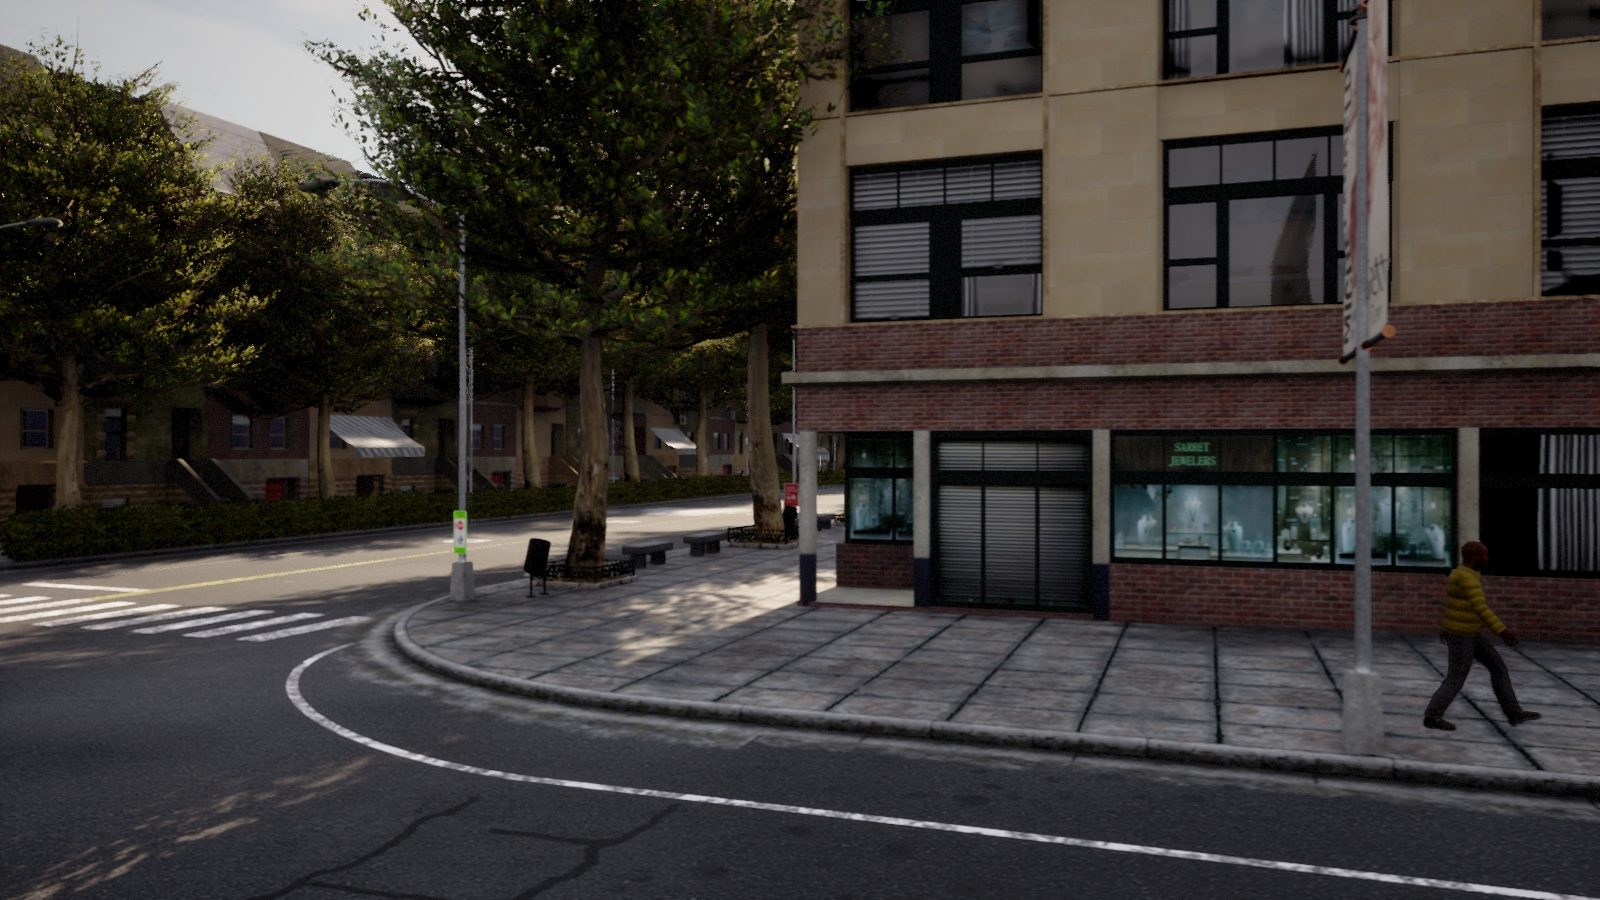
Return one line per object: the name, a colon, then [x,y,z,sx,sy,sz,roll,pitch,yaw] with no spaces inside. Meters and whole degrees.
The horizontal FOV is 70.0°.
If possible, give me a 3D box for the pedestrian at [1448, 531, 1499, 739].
pedestrian: [6.258,1.697,10.620,0.375,1.860,0.375,0,0,25]
